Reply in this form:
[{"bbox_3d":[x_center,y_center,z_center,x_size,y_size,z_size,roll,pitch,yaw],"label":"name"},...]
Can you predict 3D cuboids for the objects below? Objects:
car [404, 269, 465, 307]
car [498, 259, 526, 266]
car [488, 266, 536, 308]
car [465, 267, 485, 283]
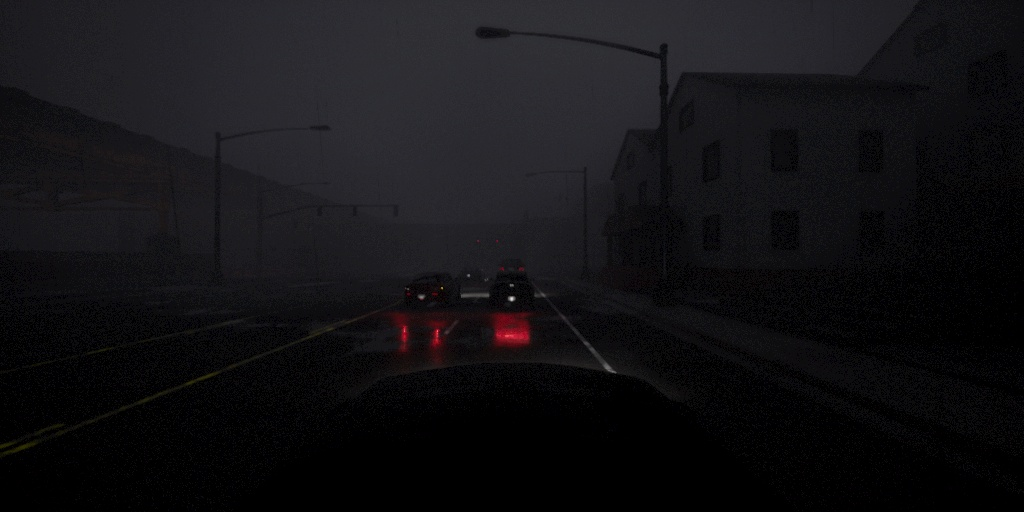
[{"bbox_3d":[-3.503,1.412,16.224,1.812,1.442,4.674,0,0,0],"label":"car"},{"bbox_3d":[-0.022,1.251,30.885,2.150,2.045,5.566,0,-1,0],"label":"car"},{"bbox_3d":[-0.004,1.393,16.159,1.837,1.490,4.892,0,0,0],"label":"car"},{"bbox_3d":[-3.515,1.602,31.138,1.994,1.385,4.181,0,-1,0],"label":"car"}]
